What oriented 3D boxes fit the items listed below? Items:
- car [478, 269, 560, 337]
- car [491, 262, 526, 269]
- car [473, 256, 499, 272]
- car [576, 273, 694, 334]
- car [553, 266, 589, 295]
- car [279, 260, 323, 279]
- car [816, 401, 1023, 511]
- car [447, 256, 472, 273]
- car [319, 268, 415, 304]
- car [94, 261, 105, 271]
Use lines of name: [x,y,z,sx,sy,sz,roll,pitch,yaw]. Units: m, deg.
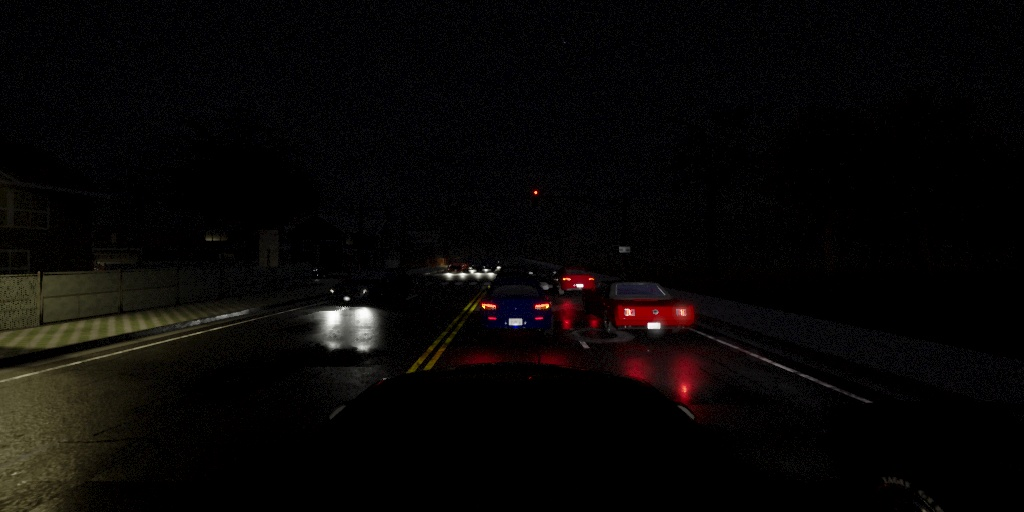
car: [0.089,1.276,10.143,1.812,1.442,4.674,0,0,0]
car: [0.071,1.255,19.404,1.837,1.490,4.892,0,0,0]
car: [-3.300,0.962,46.111,2.150,2.045,5.566,0,0,1]
car: [3.342,1.351,10.623,1.895,1.301,4.718,0,0,0]
car: [3.324,1.276,19.731,1.812,1.442,4.674,0,0,0]
car: [-18.193,1.132,30.458,4.553,1.767,2.097,0,0,0]
car: [3.348,1.351,0.671,1.895,1.301,4.718,0,0,0]
car: [-6.562,1.094,43.992,2.097,1.767,4.553,0,0,0]
car: [-6.270,1.297,16.797,2.033,1.411,5.357,0,0,6]
car: [-36.381,1.162,30.524,4.553,1.767,2.097,0,0,0]
